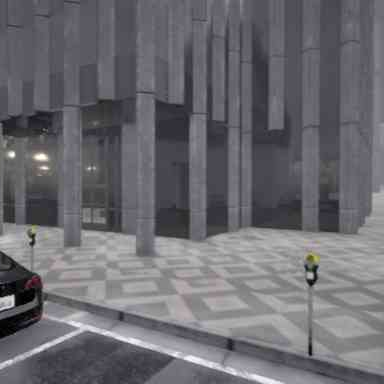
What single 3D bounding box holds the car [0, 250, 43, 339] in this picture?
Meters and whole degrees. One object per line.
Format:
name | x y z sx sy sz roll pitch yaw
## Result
car | -4.298 1.513 5.475 4.313 1.339 1.947 0 1 31
